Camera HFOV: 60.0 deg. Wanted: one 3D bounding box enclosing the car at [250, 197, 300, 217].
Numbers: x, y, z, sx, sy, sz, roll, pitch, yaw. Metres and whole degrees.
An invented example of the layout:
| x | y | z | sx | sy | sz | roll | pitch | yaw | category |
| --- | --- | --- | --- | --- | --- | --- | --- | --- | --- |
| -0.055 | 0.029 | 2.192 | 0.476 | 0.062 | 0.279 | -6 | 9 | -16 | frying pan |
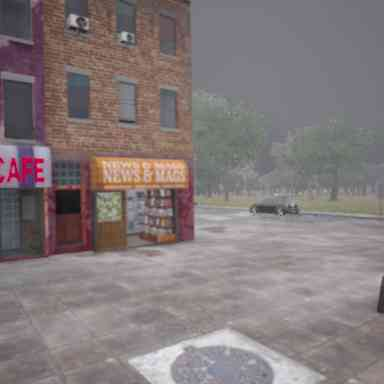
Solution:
| x | y | z | sx | sy | sz | roll | pitch | yaw | category |
| --- | --- | --- | --- | --- | --- | --- | --- | --- | --- |
| 7.455 | 1.199 | 30.446 | 2.097 | 1.767 | 4.553 | -2 | 1 | -36 | car |
